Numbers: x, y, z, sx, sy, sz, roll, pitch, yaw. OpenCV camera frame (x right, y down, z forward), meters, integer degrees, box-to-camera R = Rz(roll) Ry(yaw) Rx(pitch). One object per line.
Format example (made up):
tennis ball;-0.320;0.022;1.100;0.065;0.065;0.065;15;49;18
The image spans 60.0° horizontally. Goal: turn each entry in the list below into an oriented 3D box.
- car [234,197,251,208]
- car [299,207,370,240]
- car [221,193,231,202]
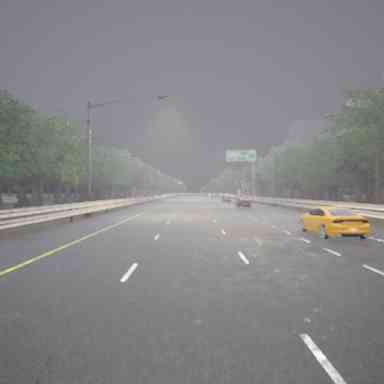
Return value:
car;7.119;1.473;47.111;1.882;1.535;5.008;0;0;0
car;7.016;1.479;16.920;1.882;1.535;5.008;0;0;0
car;7.271;1.509;71.834;2.033;1.411;5.357;0;0;0
